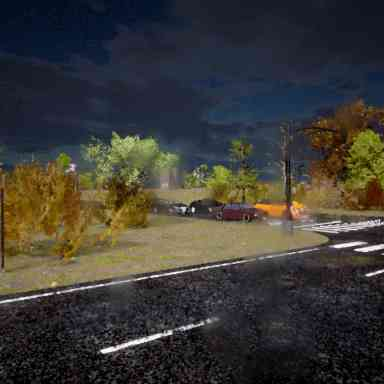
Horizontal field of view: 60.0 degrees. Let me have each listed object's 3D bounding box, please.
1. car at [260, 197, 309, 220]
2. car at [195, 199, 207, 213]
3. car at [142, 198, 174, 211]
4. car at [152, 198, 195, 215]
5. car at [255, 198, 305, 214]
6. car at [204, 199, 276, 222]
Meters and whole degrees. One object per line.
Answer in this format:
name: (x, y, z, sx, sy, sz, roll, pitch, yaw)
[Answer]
car: (7.277, 1.345, 27.418, 2.097, 1.767, 4.553, 0, 0, -38)
car: (1.691, 1.488, 34.529, 1.837, 1.490, 4.892, 0, 0, -38)
car: (-4.419, 1.499, 42.306, 1.812, 1.442, 4.674, 0, 0, -38)
car: (-2.293, 1.493, 34.341, 2.128, 1.511, 4.902, 0, 0, -38)
car: (9.355, 1.421, 35.728, 1.882, 1.535, 5.008, -1, 1, -39)
car: (3.723, 1.560, 26.683, 2.033, 1.411, 5.357, 0, 0, -38)
